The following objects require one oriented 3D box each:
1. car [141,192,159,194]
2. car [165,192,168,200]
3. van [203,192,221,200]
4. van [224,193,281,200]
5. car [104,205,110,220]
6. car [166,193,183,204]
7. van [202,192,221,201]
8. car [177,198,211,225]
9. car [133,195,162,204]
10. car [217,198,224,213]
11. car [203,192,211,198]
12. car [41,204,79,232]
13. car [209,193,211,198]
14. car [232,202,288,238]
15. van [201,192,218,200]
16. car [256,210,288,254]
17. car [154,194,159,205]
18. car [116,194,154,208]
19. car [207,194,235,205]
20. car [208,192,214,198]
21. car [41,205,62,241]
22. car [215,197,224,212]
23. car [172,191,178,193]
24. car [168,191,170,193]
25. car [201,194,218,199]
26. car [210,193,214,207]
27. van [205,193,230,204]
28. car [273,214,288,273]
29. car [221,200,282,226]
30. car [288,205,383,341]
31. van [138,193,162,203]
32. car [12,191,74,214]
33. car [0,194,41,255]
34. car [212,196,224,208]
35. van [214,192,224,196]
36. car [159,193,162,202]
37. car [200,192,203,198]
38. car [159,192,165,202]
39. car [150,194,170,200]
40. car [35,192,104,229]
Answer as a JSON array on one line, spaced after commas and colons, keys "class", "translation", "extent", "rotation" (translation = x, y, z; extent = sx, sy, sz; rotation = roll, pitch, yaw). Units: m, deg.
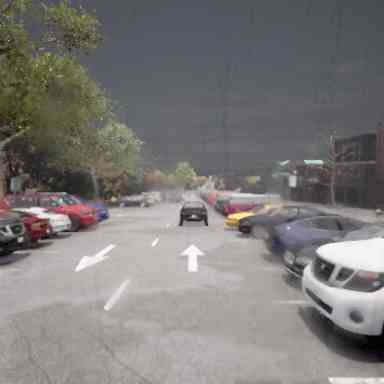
[{"class": "car", "translation": [-8.311, 1.273, 55.321], "extent": [4.553, 1.767, 2.185], "rotation": [0, 0, 0]}, {"class": "car", "translation": [-8.294, 1.137, 69.200], "extent": [5.566, 2.045, 2.435], "rotation": [0, 0, 0]}, {"class": "van", "translation": [4.945, 1.093, 83.799], "extent": [4.442, 1.987, 1.878], "rotation": [0, 1, 0]}, {"class": "van", "translation": [4.886, 1.193, 24.926], "extent": [4.442, 1.987, 1.878], "rotation": [0, 0, 0]}, {"class": "car", "translation": [-8.285, 1.170, 21.770], "extent": [5.566, 2.045, 2.435], "rotation": [0, 0, 0]}, {"class": "car", "translation": [-3.219, 1.417, 62.684], "extent": [1.837, 1.490, 4.892], "rotation": [0, 0, 1]}, {"class": "van", "translation": [4.709, 1.112, 80.997], "extent": [4.442, 1.987, 1.878], "rotation": [0, 0, 0]}, {"class": "car", "translation": [0.120, 1.417, 23.767], "extent": [1.882, 1.535, 5.008], "rotation": [0, 0, 0]}, {"class": "car", "translation": [-8.457, 1.389, 63.650], "extent": [5.366, 1.575, 1.946], "rotation": [0, 0, 0]}, {"class": "car", "translation": [4.801, 1.446, 27.729], "extent": [4.792, 1.488, 2.163], "rotation": [0, 0, 0]}, {"class": "car", "translation": [4.820, 1.151, 47.352], "extent": [5.566, 2.045, 2.435], "rotation": [0, 0, 0]}, {"class": "car", "translation": [-8.316, 1.467, 16.201], "extent": [4.674, 1.452, 2.002], "rotation": [0, 0, 0]}, {"class": "car", "translation": [4.818, 1.281, 41.746], "extent": [4.553, 1.767, 2.185], "rotation": [0, 0, 0]}, {"class": "car", "translation": [4.766, 1.425, 16.520], "extent": [5.008, 1.535, 2.097], "rotation": [0, 0, 0]}, {"class": "van", "translation": [4.718, 1.046, 89.409], "extent": [4.442, 1.987, 1.878], "rotation": [0, 0, 0]}, {"class": "car", "translation": [4.785, 1.468, 10.912], "extent": [4.792, 1.488, 2.163], "rotation": [0, 0, 0]}, {"class": "car", "translation": [-8.100, 1.399, 49.771], "extent": [5.366, 1.575, 1.946], "rotation": [0, 0, 0]}, {"class": "car", "translation": [-8.294, 1.405, 46.994], "extent": [4.892, 1.521, 2.231], "rotation": [0, 0, 0]}, {"class": "car", "translation": [4.769, 1.271, 55.762], "extent": [4.553, 1.767, 2.185], "rotation": [0, 0, 0]}, {"class": "car", "translation": [4.820, 1.279, 44.549], "extent": [4.553, 1.767, 2.185], "rotation": [0, 0, 0]}, {"class": "car", "translation": [-8.316, 1.433, 13.541], "extent": [5.008, 1.535, 2.097], "rotation": [0, 0, 0]}, {"class": "car", "translation": [4.804, 1.444, 30.533], "extent": [4.792, 1.488, 2.163], "rotation": [0, 0, 0]}, {"class": "car", "translation": [-3.171, 1.229, 78.523], "extent": [2.097, 1.767, 4.553], "rotation": [0, 0, 0]}, {"class": "car", "translation": [-8.234, 1.130, 71.977], "extent": [5.566, 2.045, 2.435], "rotation": [0, 0, 0]}, {"class": "car", "translation": [4.835, 1.288, 92.214], "extent": [4.674, 1.452, 2.002], "rotation": [0, 0, 0]}, {"class": "car", "translation": [4.752, 1.283, 38.942], "extent": [4.553, 1.767, 2.185], "rotation": [0, 0, 0]}, {"class": "van", "translation": [4.689, 1.167, 61.369], "extent": [4.442, 1.987, 1.878], "rotation": [0, 0, 0]}, {"class": "car", "translation": [4.757, 1.448, 8.114], "extent": [4.892, 1.521, 2.231], "rotation": [0, 0, 0]}, {"class": "car", "translation": [4.578, 1.419, 19.320], "extent": [5.366, 1.575, 1.946], "rotation": [0, 0, 0]}, {"class": "car", "translation": [4.721, 1.207, 5.306], "extent": [5.566, 2.045, 2.435], "rotation": [0, 0, 0]}, {"class": "van", "translation": [-8.385, 1.165, 66.424], "extent": [4.442, 1.987, 1.878], "rotation": [0, 0, 0]}, {"class": "car", "translation": [-15.484, 1.031, 34.728], "extent": [5.566, 2.045, 2.150], "rotation": [2, 3, 3]}, {"class": "car", "translation": [-8.296, 1.189, 10.753], "extent": [5.566, 2.045, 2.435], "rotation": [0, 0, 0]}, {"class": "car", "translation": [4.783, 1.412, 33.336], "extent": [5.008, 1.535, 2.097], "rotation": [0, 0, 0]}, {"class": "van", "translation": [4.897, 1.185, 36.139], "extent": [4.442, 1.987, 1.878], "rotation": [0, 0, 0]}, {"class": "car", "translation": [-8.248, 1.426, 58.098], "extent": [4.792, 1.488, 2.163], "rotation": [0, 0, 0]}, {"class": "car", "translation": [4.840, 1.138, 66.976], "extent": [5.566, 2.045, 2.435], "rotation": [0, 0, 0]}, {"class": "car", "translation": [-8.303, 1.143, 60.873], "extent": [5.566, 2.045, 2.435], "rotation": [0, 0, 0]}, {"class": "car", "translation": [-8.243, 1.305, 85.863], "extent": [4.892, 1.521, 2.231], "rotation": [0, 0, 0]}, {"class": "car", "translation": [-8.287, 1.172, 19.109], "extent": [5.566, 2.045, 2.435], "rotation": [0, 0, 0]}]
